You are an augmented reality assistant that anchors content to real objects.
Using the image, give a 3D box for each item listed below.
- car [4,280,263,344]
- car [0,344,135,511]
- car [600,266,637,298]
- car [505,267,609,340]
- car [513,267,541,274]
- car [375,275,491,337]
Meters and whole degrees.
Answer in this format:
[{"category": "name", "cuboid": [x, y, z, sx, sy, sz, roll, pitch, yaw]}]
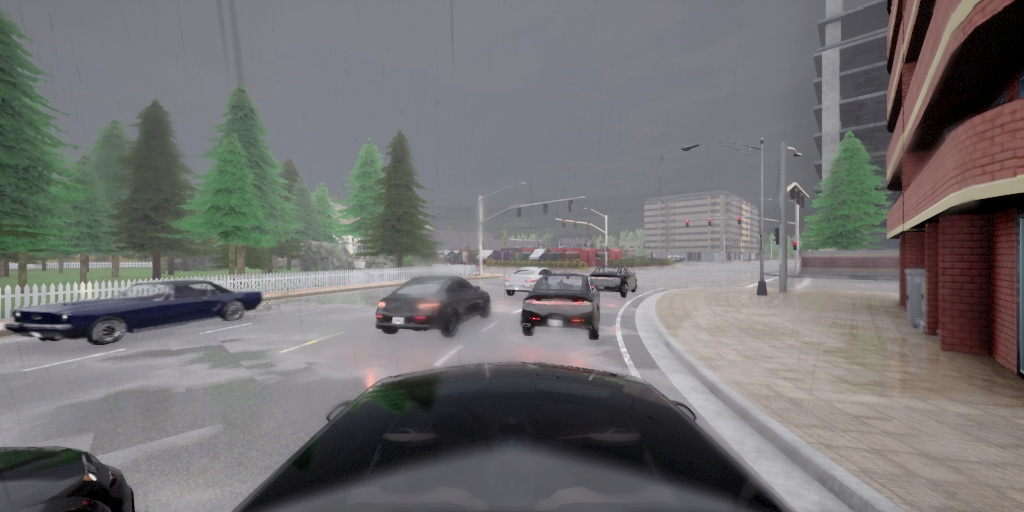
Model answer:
[{"category": "car", "cuboid": [-9.544, 1.351, 9.704, 1.895, 1.301, 4.718, 0, 0, 12]}, {"category": "car", "cuboid": [-3.170, 1.314, 0.344, 1.994, 1.385, 4.181, 0, 0, -2]}, {"category": "car", "cuboid": [5.304, 1.241, 18.753, 2.128, 1.511, 4.902, 0, 0, 28]}, {"category": "car", "cuboid": [1.540, 1.242, 10.128, 2.128, 1.511, 4.902, 0, 0, 14]}, {"category": "car", "cuboid": [1.227, 1.276, 18.757, 1.812, 1.442, 4.674, 0, 0, 26]}, {"category": "car", "cuboid": [-2.007, 1.276, 10.252, 1.812, 1.442, 4.674, 0, 0, 13]}]
